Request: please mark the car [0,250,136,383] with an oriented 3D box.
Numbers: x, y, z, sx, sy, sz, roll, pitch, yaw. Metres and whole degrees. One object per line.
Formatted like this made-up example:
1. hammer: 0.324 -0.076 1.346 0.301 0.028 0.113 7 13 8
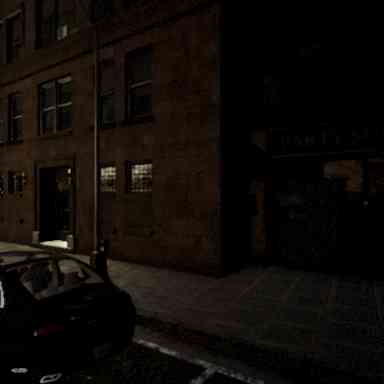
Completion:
1. car: -2.789 1.586 5.072 4.403 1.369 2.008 0 0 36
